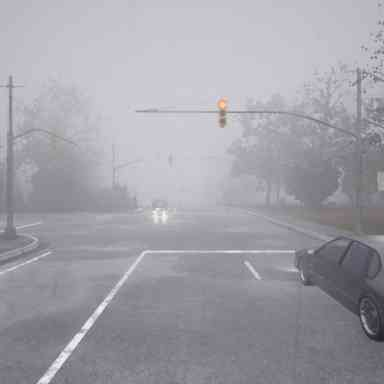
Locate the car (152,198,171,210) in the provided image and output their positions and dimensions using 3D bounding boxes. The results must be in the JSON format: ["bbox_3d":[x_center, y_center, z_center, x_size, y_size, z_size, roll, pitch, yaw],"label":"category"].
[{"bbox_3d":[-4.120,1.570,43.569,2.128,1.511,4.902,0,-1,-3],"label":"car"}]

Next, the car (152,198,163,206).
[{"bbox_3d":[-7.053,2.032,67.317,1.837,1.490,4.892,0,-2,-12],"label":"car"}]

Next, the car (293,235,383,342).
[{"bbox_3d":[3.593,1.547,6.415,2.033,1.411,5.357,0,0,0],"label":"car"}]

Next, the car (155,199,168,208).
[{"bbox_3d":[-4.918,1.825,53.563,1.895,1.301,4.718,0,-1,-7],"label":"car"}]

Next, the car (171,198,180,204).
[{"bbox_3d":[-4.521,2.189,82.972,2.097,1.767,4.553,0,-1,-22],"label":"car"}]
